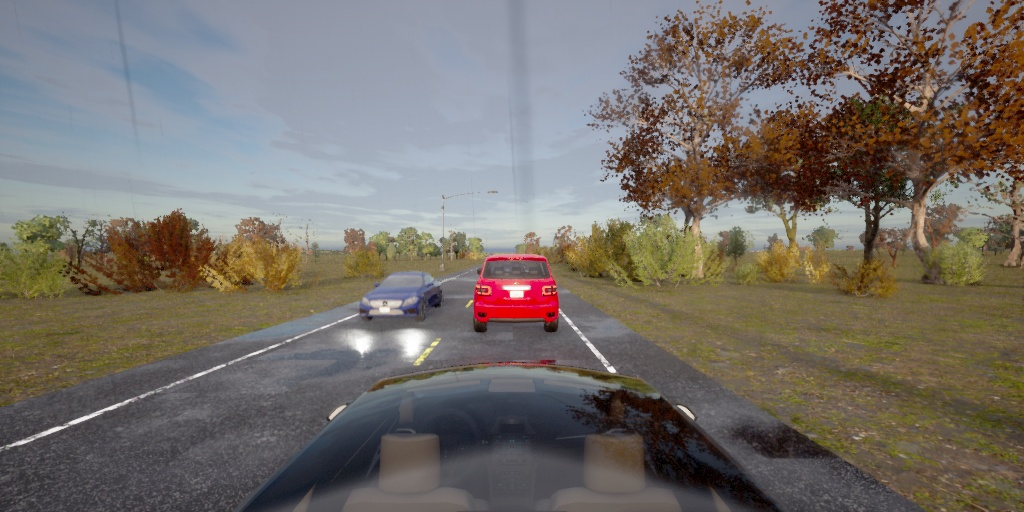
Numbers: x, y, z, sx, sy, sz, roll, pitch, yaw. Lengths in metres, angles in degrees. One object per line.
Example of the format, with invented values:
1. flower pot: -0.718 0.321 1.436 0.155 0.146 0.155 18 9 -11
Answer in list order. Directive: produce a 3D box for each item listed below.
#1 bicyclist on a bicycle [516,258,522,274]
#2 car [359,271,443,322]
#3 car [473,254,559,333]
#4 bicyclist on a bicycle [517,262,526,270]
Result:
1. bicyclist on a bicycle: 0.804 1.107 40.117 0.659 1.776 1.843 0 0 0
2. car: -3.618 1.272 12.493 1.812 1.442 4.674 0 0 0
3. car: 0.083 0.968 10.925 2.150 2.045 5.566 0 0 -1
4. bicyclist on a bicycle: 0.874 1.110 30.104 0.659 1.776 1.843 0 0 0
